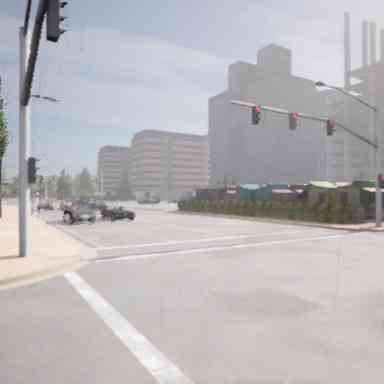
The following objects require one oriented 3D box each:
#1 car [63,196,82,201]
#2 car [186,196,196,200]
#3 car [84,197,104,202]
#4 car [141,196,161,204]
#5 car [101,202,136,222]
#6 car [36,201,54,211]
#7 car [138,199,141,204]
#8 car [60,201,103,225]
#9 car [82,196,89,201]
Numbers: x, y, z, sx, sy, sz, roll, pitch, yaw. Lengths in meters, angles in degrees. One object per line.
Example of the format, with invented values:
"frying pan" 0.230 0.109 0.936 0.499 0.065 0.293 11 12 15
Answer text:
"car" -18.347 1.794 49.764 2.097 1.767 4.553 0 0 -30
"car" 1.456 1.657 59.168 3.866 1.878 1.905 0 -1 -32
"car" -14.105 1.928 49.566 2.128 1.511 4.902 0 -1 -30
"car" -8.853 1.809 75.865 3.866 1.878 1.905 0 -1 -32
"car" -6.547 1.857 29.260 1.895 1.301 4.718 0 -1 -30
"car" -20.784 1.986 46.962 1.994 1.385 4.181 0 -1 -30
"car" -10.323 1.829 78.359 4.605 1.855 1.932 0 -1 -32
"car" -9.065 1.728 26.627 2.128 1.511 4.902 0 -1 -30
"car" -19.238 1.737 58.316 2.150 2.045 5.566 0 -1 -30
